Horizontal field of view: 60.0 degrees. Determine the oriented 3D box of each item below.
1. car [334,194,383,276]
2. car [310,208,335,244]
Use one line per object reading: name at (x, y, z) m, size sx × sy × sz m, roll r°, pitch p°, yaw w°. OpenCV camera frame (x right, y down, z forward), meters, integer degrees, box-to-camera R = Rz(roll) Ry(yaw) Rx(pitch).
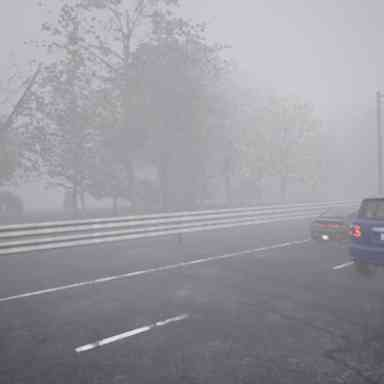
car at (6.286, 1.066, 8.872) m, size 5.566 × 2.045 × 2.150 m, roll 0°, pitch -1°, yaw -40°
car at (6.810, 1.346, 13.730) m, size 4.892 × 1.490 × 1.837 m, roll -2°, pitch 0°, yaw -38°
